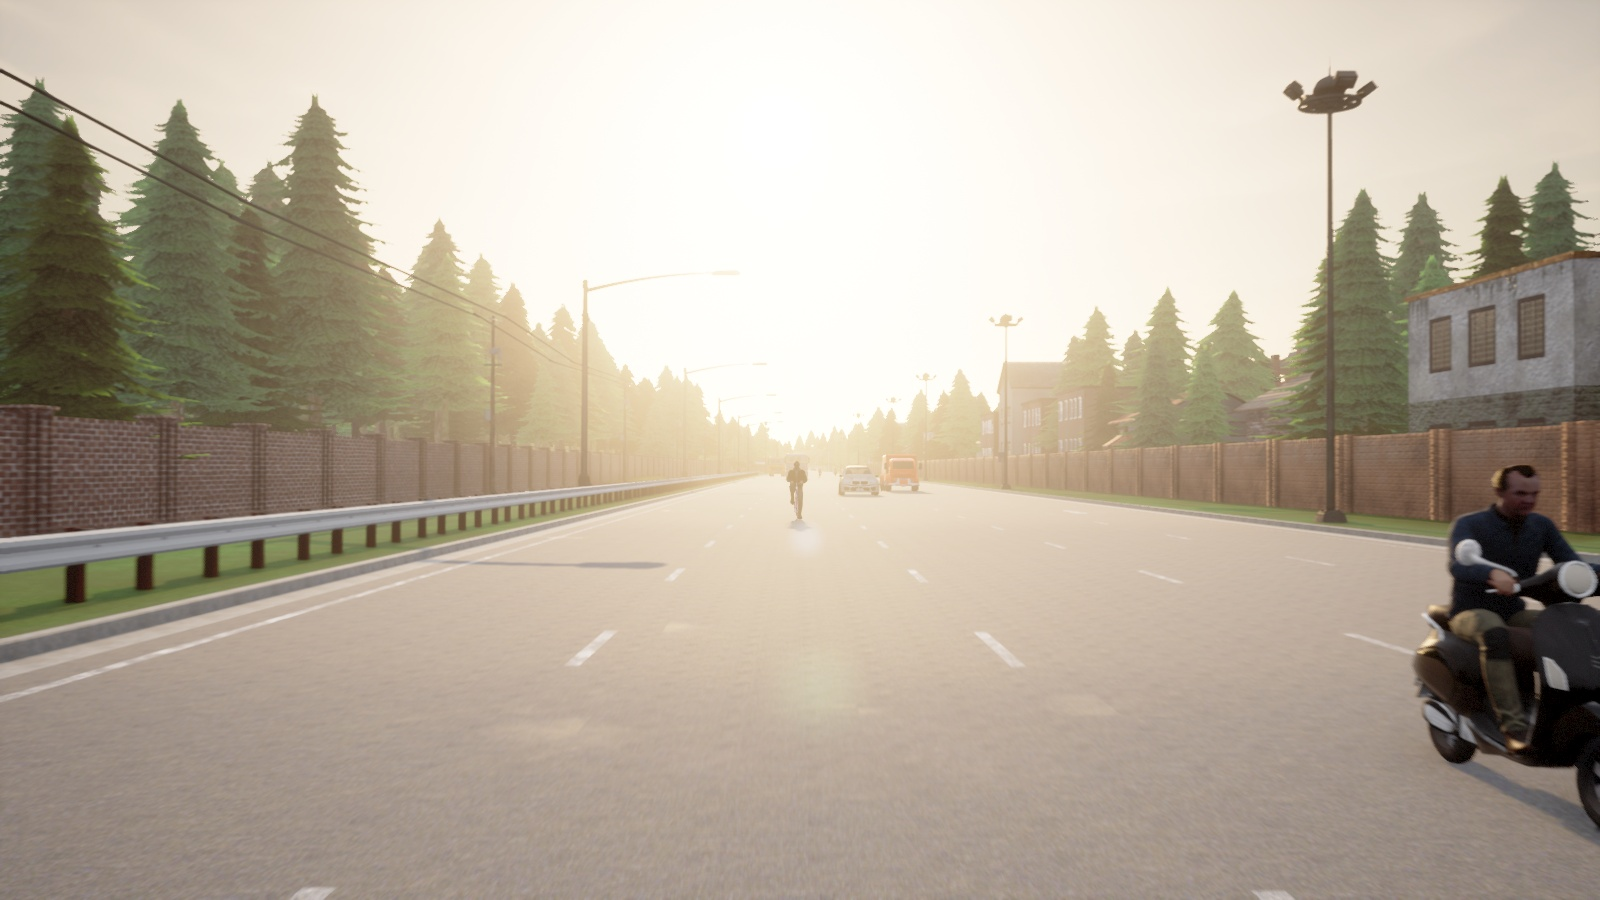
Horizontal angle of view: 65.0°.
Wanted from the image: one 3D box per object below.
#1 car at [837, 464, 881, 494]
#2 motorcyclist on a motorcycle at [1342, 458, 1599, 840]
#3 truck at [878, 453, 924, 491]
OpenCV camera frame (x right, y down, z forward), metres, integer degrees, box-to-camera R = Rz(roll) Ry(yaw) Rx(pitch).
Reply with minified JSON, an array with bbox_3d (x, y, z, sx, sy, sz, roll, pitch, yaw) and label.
[{"bbox_3d":[3.329,1.645,71.686,2.242,1.667,4.611,0,-1,0],"label":"car"},{"bbox_3d":[3.485,0.836,6.141,0.866,1.590,1.817,0,-1,0],"label":"motorcyclist on a motorcycle"},{"bbox_3d":[6.795,1.489,85.165,2.627,2.467,5.204,0,-1,0],"label":"truck"}]
